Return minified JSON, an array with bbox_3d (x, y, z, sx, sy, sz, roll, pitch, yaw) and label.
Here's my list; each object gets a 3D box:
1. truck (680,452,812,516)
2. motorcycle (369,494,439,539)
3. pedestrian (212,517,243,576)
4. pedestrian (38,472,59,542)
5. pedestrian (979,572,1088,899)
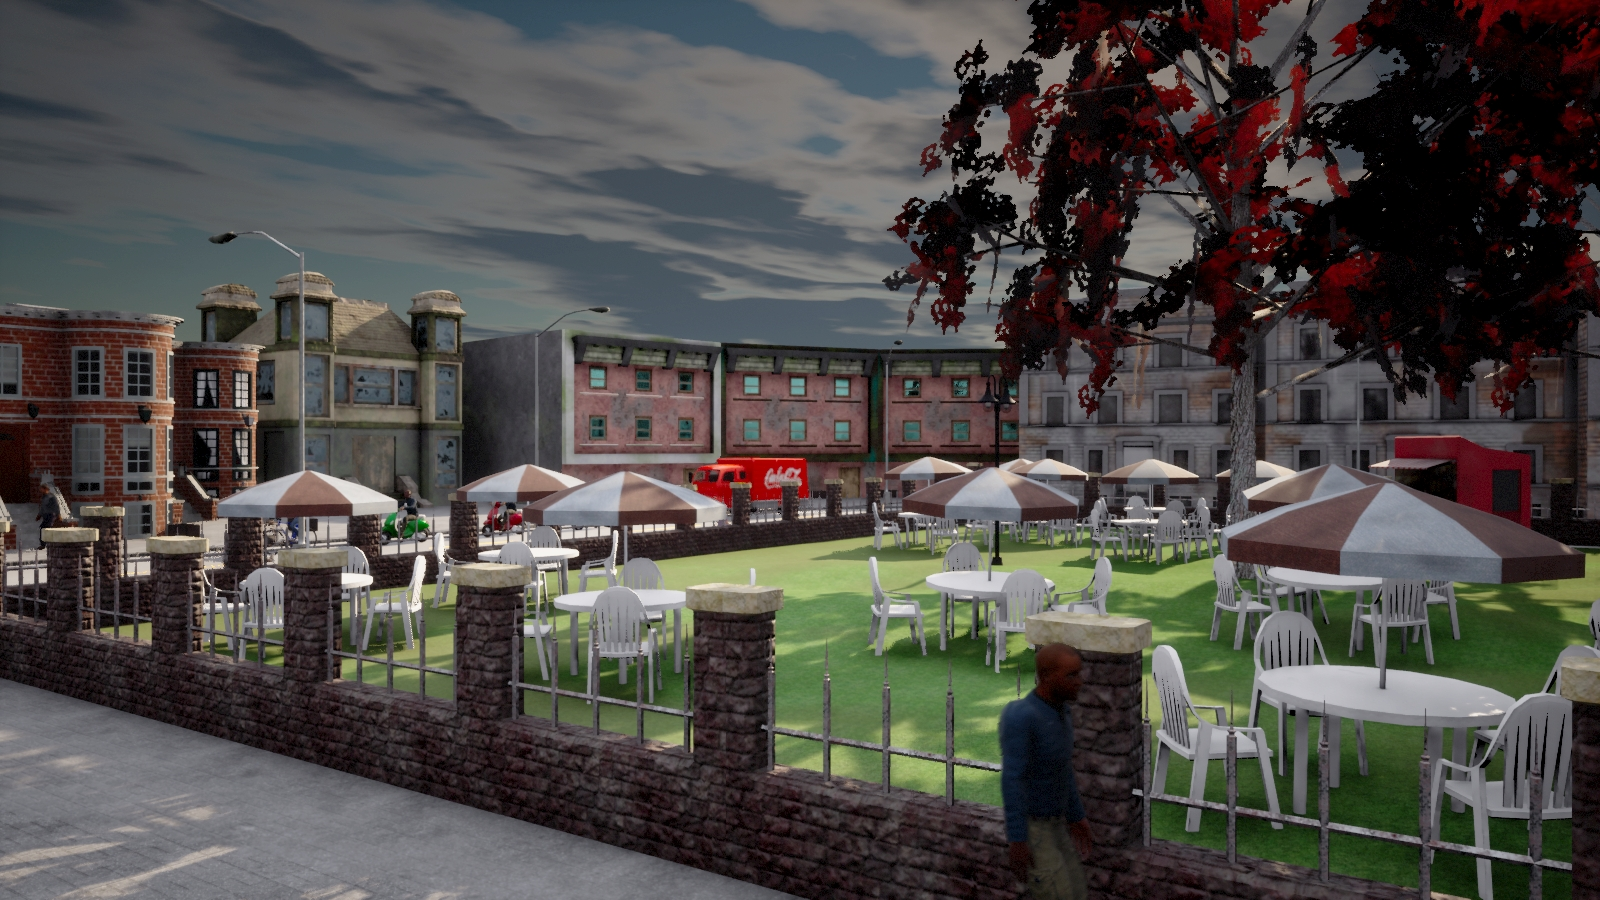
[{"bbox_3d":[-2.187,1.339,47.532,2.627,2.467,5.204,0,0,41],"label":"truck"},{"bbox_3d":[-11.759,1.950,33.969,0.856,1.236,1.805,0,0,35],"label":"motorcycle"},{"bbox_3d":[-11.207,1.888,22.373,0.500,1.100,0.500,0,0,-31],"label":"pedestrian"},{"bbox_3d":[-20.060,1.511,30.487,0.375,1.860,0.375,0,0,41],"label":"pedestrian"},{"bbox_3d":[1.084,1.523,5.296,0.375,1.860,0.375,0,0,34],"label":"pedestrian"}]
